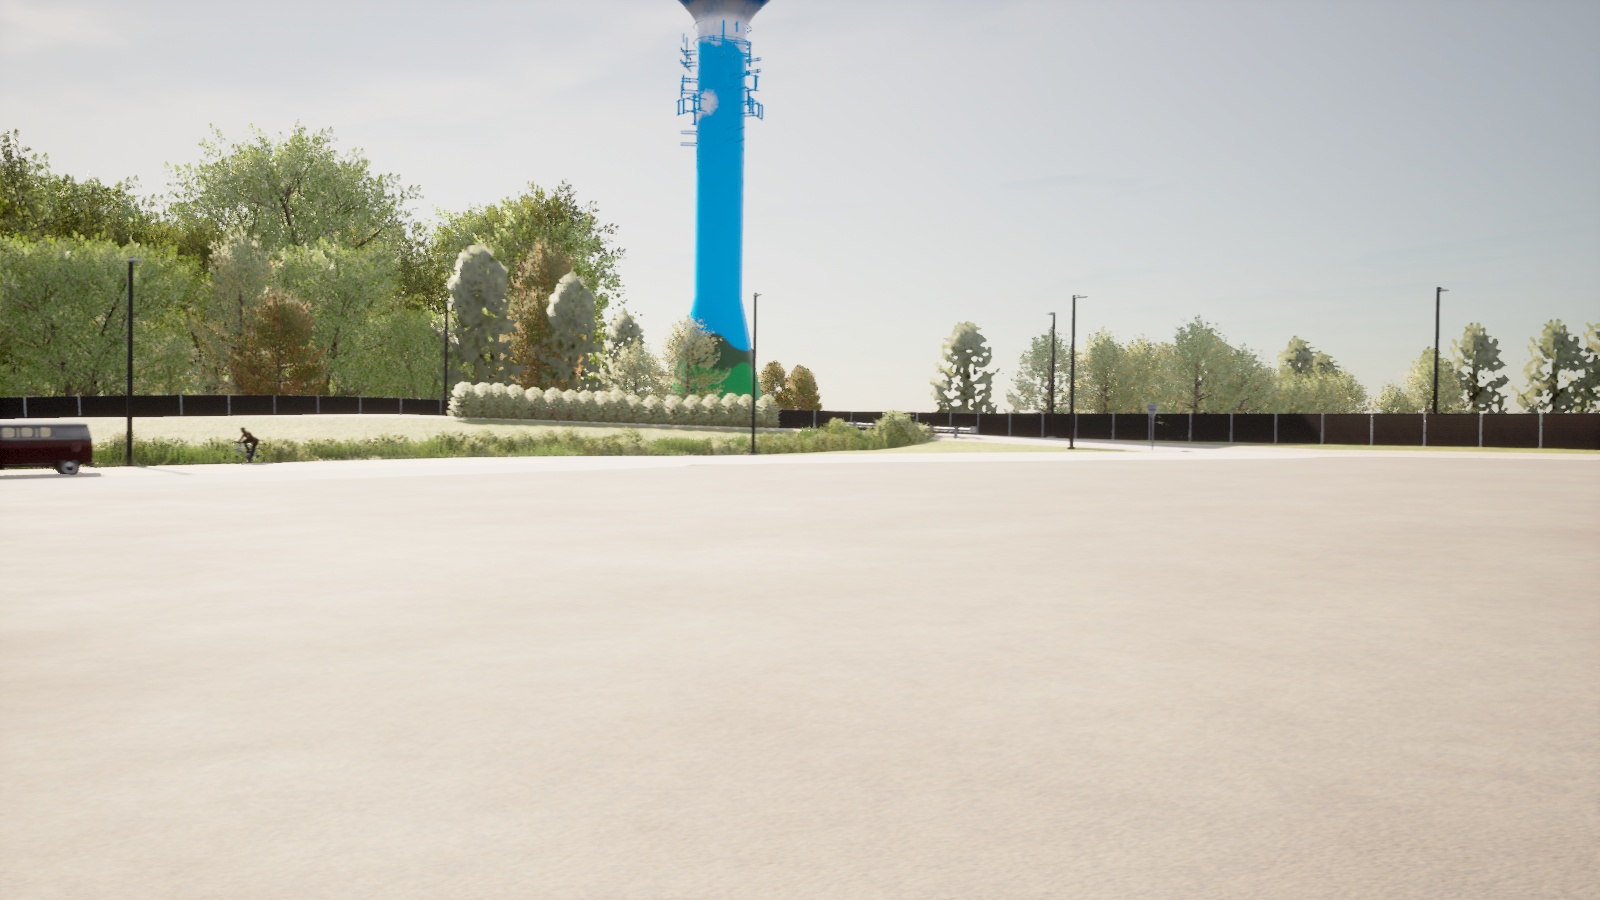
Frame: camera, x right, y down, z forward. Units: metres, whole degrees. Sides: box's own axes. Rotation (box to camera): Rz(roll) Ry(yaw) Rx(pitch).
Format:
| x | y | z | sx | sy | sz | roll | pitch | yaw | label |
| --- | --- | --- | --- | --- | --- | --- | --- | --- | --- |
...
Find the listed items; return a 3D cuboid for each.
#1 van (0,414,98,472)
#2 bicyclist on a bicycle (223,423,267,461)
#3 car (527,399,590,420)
| x | y | z | sx | sy | sz | roll | pitch | yaw | label |
| --- | --- | --- | --- | --- | --- | --- | --- | --- | --- |
| -27.950 | -0.275 | 45.215 | 4.442 | 1.987 | 1.775 | -1 | 3 | -36 | van |
| -24.088 | -0.358 | 54.552 | 0.582 | 1.620 | 1.656 | 3 | 3 | 36 | bicyclist on a bicycle |
| -17.911 | -2.991 | 93.150 | 4.181 | 1.385 | 1.994 | 2 | 0 | -27 | car |
